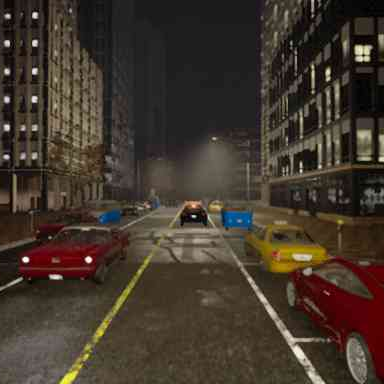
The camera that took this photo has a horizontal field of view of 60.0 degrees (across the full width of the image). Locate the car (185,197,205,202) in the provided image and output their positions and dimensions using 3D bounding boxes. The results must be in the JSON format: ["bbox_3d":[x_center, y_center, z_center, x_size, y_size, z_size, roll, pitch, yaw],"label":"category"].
[{"bbox_3d":[0.156,1.495,41.134,2.097,1.767,4.553,0,0,0],"label":"car"}]

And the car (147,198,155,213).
[{"bbox_3d":[-5.633,1.682,36.893,2.008,1.369,4.403,1,0,0],"label":"car"}]

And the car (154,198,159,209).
[{"bbox_3d":[-5.626,1.728,42.205,1.802,1.307,4.206,1,0,0],"label":"car"}]

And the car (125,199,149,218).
[{"bbox_3d":[-5.641,1.666,31.579,2.008,1.369,4.403,1,0,0],"label":"car"}]

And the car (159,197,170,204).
[{"bbox_3d":[-5.702,1.793,68.768,1.802,1.307,4.206,1,0,0],"label":"car"}]

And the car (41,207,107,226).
[{"bbox_3d":[-5.662,1.608,15.642,1.887,1.381,4.507,1,0,0],"label":"car"}]

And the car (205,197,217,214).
[{"bbox_3d":[2.748,1.657,37.047,1.752,1.417,4.829,1,0,0],"label":"car"}]

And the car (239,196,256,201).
[{"bbox_3d":[15.320,1.772,92.621,4.403,1.369,2.008,0,0,1],"label":"car"}]

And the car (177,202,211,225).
[{"bbox_3d":[0.134,1.659,24.803,1.994,1.385,4.181,0,0,0],"label":"car"}]

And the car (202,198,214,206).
[{"bbox_3d":[2.776,1.733,58.132,1.887,1.381,4.507,1,0,0],"label":"car"}]

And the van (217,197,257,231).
[{"bbox_3d":[2.728,1.423,20.935,1.690,1.788,3.998,1,0,0],"label":"van"}]

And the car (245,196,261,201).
[{"bbox_3d":[15.228,1.656,84.242,4.507,1.381,1.887,0,0,1],"label":"car"}]

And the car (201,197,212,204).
[{"bbox_3d":[2.902,1.762,68.757,2.008,1.369,4.403,1,0,0],"label":"car"}]

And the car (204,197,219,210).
[{"bbox_3d":[2.763,1.602,47.505,1.967,1.590,4.097,1,0,0],"label":"car"}]

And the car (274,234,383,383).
[{"bbox_3d":[2.703,1.605,4.992,1.802,1.307,4.206,1,0,0],"label":"car"}]

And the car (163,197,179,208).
[{"bbox_3d":[-3.014,1.673,50.172,1.837,1.490,4.892,0,0,0],"label":"car"}]

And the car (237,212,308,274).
[{"bbox_3d":[2.712,1.569,10.475,1.752,1.417,4.829,1,0,0],"label":"car"}]

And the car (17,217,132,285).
[{"bbox_3d":[-3.089,1.642,9.765,1.895,1.301,4.718,0,0,0],"label":"car"}]

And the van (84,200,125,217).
[{"bbox_3d":[-5.653,1.423,20.955,1.690,1.788,3.998,1,0,0],"label":"van"}]

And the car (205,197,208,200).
[{"bbox_3d":[2.755,1.691,42.191,1.887,1.381,4.507,1,0,0],"label":"car"}]

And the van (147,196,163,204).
[{"bbox_3d":[-5.617,1.502,47.520,1.690,1.788,3.998,1,0,0],"label":"van"}]
